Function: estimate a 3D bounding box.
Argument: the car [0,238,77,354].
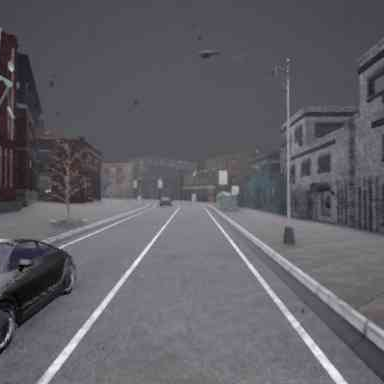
[{"bbox_3d":[-3.599,1.549,5.852,1.994,1.385,4.181,0,0,0],"label":"car"}]

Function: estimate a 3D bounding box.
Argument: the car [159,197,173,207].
[{"bbox_3d":[-3.768,1.421,48.242,2.033,1.411,5.357,0,0,-2],"label":"car"}]
